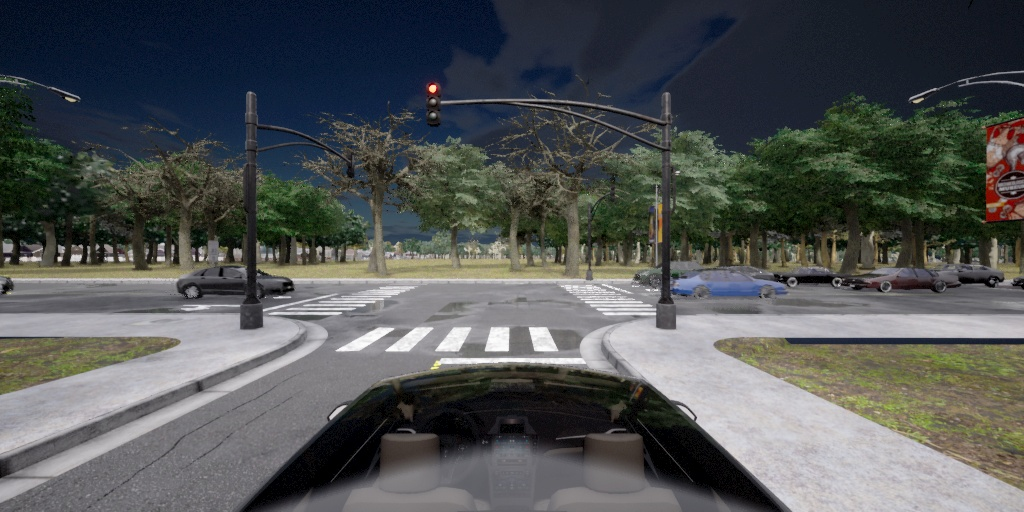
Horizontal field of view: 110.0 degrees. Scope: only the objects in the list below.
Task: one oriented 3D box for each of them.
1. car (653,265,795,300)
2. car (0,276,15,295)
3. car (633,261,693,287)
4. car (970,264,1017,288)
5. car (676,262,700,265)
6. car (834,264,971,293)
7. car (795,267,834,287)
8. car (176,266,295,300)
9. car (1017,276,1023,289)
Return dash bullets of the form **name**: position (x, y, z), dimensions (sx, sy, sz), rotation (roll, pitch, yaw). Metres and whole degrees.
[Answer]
- **car**: position (9.919, 1.313, 17.101), dimensions (5.357, 1.411, 2.033), rotation (0, 0, 0)
- **car**: position (-26.980, 1.217, 17.092), dimensions (4.902, 1.511, 2.128), rotation (0, 0, 0)
- **car**: position (10.483, 1.109, 23.801), dimensions (4.553, 1.767, 2.097), rotation (0, 0, 0)
- **car**: position (29.403, 1.277, 23.803), dimensions (4.902, 1.511, 2.128), rotation (0, 0, 0)
- **car**: position (12.330, 1.268, 20.553), dimensions (4.892, 1.490, 1.837), rotation (0, 0, 0)
- **car**: position (22.191, 1.326, 20.554), dimensions (5.357, 1.411, 2.033), rotation (0, 0, 0)
- **car**: position (19.467, 1.370, 23.806), dimensions (4.718, 1.301, 1.895), rotation (0, 0, 0)
- **car**: position (-13.060, 1.242, 17.095), dimensions (4.892, 1.490, 1.837), rotation (0, 0, 0)
- **car**: position (32.407, 1.343, 20.548), dimensions (5.357, 1.411, 2.033), rotation (0, 0, 0)
